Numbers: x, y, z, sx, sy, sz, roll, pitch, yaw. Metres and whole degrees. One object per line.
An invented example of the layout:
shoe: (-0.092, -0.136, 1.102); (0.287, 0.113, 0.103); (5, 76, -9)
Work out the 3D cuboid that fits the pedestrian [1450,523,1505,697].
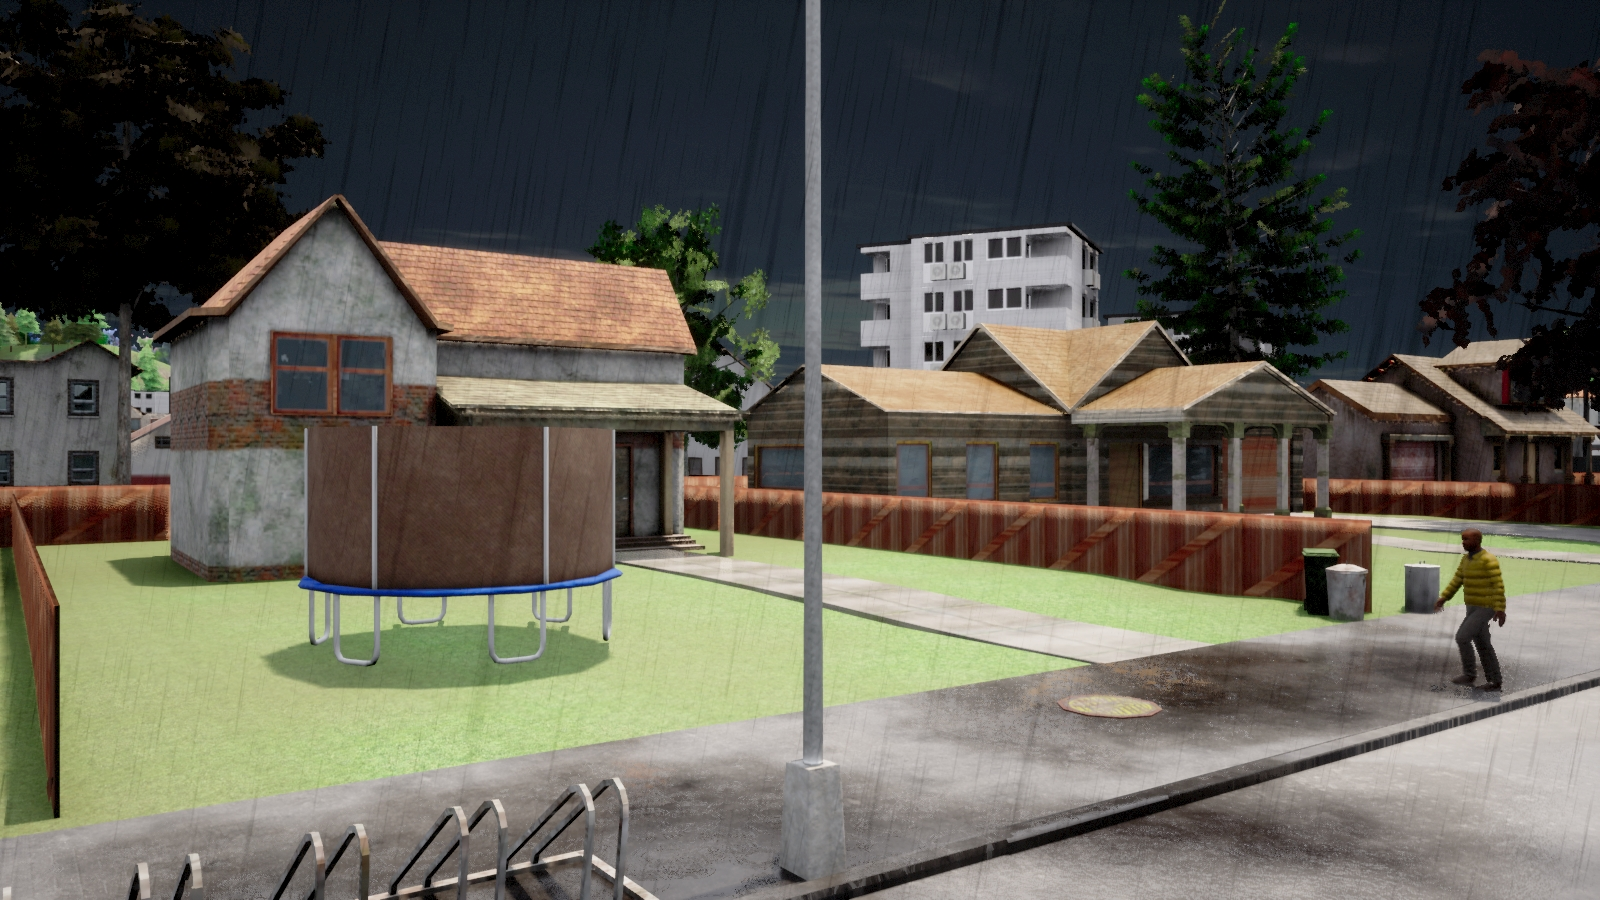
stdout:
pedestrian: (7.457, 1.746, 12.583); (0.375, 1.860, 0.375); (0, 0, -1)
